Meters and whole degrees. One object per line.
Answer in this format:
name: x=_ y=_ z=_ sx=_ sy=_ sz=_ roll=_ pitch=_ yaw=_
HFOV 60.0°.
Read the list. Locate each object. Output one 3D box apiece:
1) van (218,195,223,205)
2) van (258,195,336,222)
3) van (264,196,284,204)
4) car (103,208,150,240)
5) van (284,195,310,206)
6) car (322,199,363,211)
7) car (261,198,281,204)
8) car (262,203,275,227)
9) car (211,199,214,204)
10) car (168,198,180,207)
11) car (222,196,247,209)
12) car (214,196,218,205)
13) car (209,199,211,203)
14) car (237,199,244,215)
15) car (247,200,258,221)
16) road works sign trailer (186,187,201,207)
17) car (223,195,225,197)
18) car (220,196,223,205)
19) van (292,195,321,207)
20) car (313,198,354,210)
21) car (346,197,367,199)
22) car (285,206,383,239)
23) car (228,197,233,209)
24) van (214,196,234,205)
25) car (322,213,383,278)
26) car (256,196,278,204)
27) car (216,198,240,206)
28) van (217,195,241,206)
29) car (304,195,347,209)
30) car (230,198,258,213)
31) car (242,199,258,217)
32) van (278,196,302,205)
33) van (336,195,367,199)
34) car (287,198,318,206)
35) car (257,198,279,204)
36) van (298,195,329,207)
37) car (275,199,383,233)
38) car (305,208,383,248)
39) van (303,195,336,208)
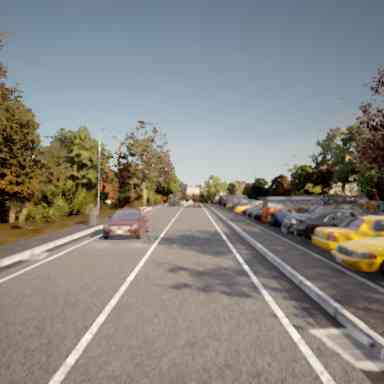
van: x=7.138 y=1.539 z=56.293 sx=4.442 sy=1.987 sz=1.878 roll=0 pitch=0 yaw=0
van: x=7.147 y=1.340 z=22.979 sx=4.442 sy=1.987 sz=1.878 roll=0 pitch=0 yaw=0
van: x=20.637 y=2.082 z=83.738 sx=4.442 sy=1.987 sz=1.878 roll=0 pitch=-1 yaw=0
car: x=-3.324 y=1.583 z=17.590 sx=1.812 sy=1.442 sz=4.674 roll=0 pitch=0 yaw=0
van: x=20.273 y=1.654 z=64.354 sx=4.442 sy=1.987 sz=1.878 roll=0 pitch=-1 yaw=0
car: x=20.257 y=1.732 z=44.977 sx=4.674 sy=1.452 sz=2.002 roll=0 pitch=0 yaw=0
car: x=20.533 y=2.370 z=86.504 sx=4.892 sy=1.521 sz=2.231 roll=0 pitch=-1 yaw=0
car: x=7.041 y=1.578 z=20.201 sx=4.792 sy=1.488 sz=2.163 roll=0 pitch=0 yaw=0
car: x=7.391 y=2.134 z=75.700 sx=5.008 sy=1.535 sz=2.097 roll=0 pitch=-1 yaw=0
car: x=-3.092 y=1.857 z=58.363 sx=1.837 sy=1.490 sz=4.892 roll=0 pitch=-1 yaw=1
car: x=6.976 y=1.679 z=42.412 sx=5.366 sy=1.575 sz=1.946 roll=0 pitch=0 yaw=0
car: x=7.302 y=1.531 z=59.068 sx=5.566 sy=2.045 sz=2.435 roll=0 pitch=0 yaw=0
car: x=7.472 y=2.347 z=84.025 sx=4.792 sy=1.488 sz=2.163 roll=0 pitch=-1 yaw=0
car: x=7.057 y=1.645 z=31.306 sx=4.792 sy=1.488 sz=2.163 roll=0 pitch=0 yaw=0
car: x=7.020 y=1.612 z=25.754 sx=4.792 sy=1.488 sz=2.163 roll=0 pitch=0 yaw=0
road works sign trailer: x=0.195 y=0.828 z=59.455 sx=2.380 sy=3.560 sz=2.880 roll=0 pitch=-1 yaw=-1
car: x=7.168 y=1.590 z=47.963 sx=4.553 sy=1.767 sz=2.185 roll=0 pitch=0 yaw=0
car: x=7.212 y=1.732 z=50.739 sx=5.008 sy=1.535 sz=2.097 roll=0 pitch=0 yaw=0
van: x=20.237 y=1.550 z=58.964 sx=4.442 sy=1.987 sz=1.878 roll=0 pitch=-1 yaw=0
car: x=20.272 y=1.709 z=47.748 sx=5.008 sy=1.535 sz=2.097 roll=0 pitch=0 yaw=0
car: x=20.197 y=1.642 z=36.668 sx=5.008 sy=1.535 sz=2.097 roll=0 pitch=0 yaw=0
car: x=6.968 y=1.525 z=14.649 sx=4.892 sy=1.521 sz=2.231 roll=0 pitch=0 yaw=0
car: x=7.136 y=1.666 z=39.634 sx=4.892 sy=1.521 sz=2.231 roll=0 pitch=0 yaw=0
van: x=7.521 y=1.970 z=78.480 sx=4.442 sy=1.987 sz=1.878 roll=0 pitch=-1 yaw=0
car: x=6.752 y=1.518 z=9.230 sx=5.366 sy=1.575 sz=1.946 roll=0 pitch=0 yaw=0
car: x=20.604 y=2.248 z=92.044 sx=5.566 sy=2.045 sz=2.435 roll=0 pitch=-2 yaw=0
car: x=7.332 y=1.990 z=67.373 sx=4.674 sy=1.452 sz=2.002 roll=0 pitch=-1 yaw=0
van: x=7.194 y=1.663 z=64.604 sx=4.442 sy=1.987 sz=1.878 roll=0 pitch=-1 yaw=0
car: x=20.269 y=1.475 z=50.645 sx=5.566 sy=2.045 sz=2.435 roll=0 pitch=0 yaw=0
car: x=6.920 y=1.629 z=34.084 sx=5.366 sy=1.575 sz=1.946 roll=0 pitch=0 yaw=0
car: x=7.039 y=1.628 z=28.530 sx=4.792 sy=1.488 sz=2.163 roll=0 pitch=0 yaw=0
van: x=20.544 y=1.776 z=69.891 sx=4.442 sy=1.987 sz=1.878 roll=0 pitch=-1 yaw=0
van: x=20.358 y=1.450 z=42.334 sx=4.442 sy=1.987 sz=1.878 roll=0 pitch=0 yaw=0
car: x=20.376 y=1.818 z=61.579 sx=5.008 sy=1.535 sz=2.097 roll=0 pitch=-1 yaw=0
car: x=20.373 y=2.429 z=89.272 sx=5.366 sy=1.575 sz=1.946 roll=0 pitch=-1 yaw=0
van: x=20.450 y=1.533 z=56.059 sx=4.442 sy=1.987 sz=1.878 roll=0 pitch=0 yaw=0
car: x=7.024 y=1.409 z=17.429 sx=4.553 sy=1.767 sz=2.185 roll=0 pitch=0 yaw=0
car: x=7.141 y=1.517 z=11.880 sx=5.366 sy=1.575 sz=1.946 roll=0 pitch=0 yaw=0
van: x=20.432 y=1.517 z=53.414 sx=4.442 sy=1.987 sz=1.878 roll=0 pitch=0 yaw=0
